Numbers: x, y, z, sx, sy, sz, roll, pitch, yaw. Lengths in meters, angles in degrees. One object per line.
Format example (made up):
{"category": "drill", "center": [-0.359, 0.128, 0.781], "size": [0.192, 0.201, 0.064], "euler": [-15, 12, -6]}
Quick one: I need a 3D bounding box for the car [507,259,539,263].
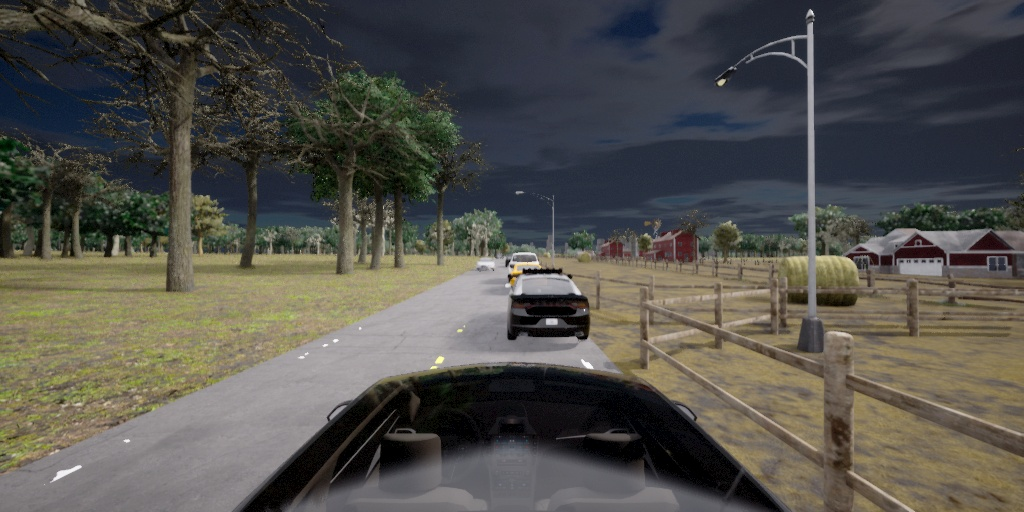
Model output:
{"category": "car", "center": [0.828, 1.125, 19.921], "size": [1.882, 1.535, 5.008], "euler": [0, 1, 0]}

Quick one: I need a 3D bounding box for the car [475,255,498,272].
{"category": "car", "center": [-2.839, 0.921, 39.175], "size": [1.812, 1.442, 4.674], "euler": [0, 1, 0]}

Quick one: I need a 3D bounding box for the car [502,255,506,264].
{"category": "car", "center": [0.049, 0.723, 49.291], "size": [1.882, 1.535, 5.008], "euler": [0, 1, 1]}

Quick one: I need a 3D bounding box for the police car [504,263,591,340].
{"category": "police car", "center": [0.826, 1.152, 10.030], "size": [1.930, 1.638, 5.238], "euler": [0, 0, 0]}

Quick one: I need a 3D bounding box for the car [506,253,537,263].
{"category": "car", "center": [0.829, 0.798, 25.952], "size": [2.150, 2.045, 5.566], "euler": [0, 1, 0]}
